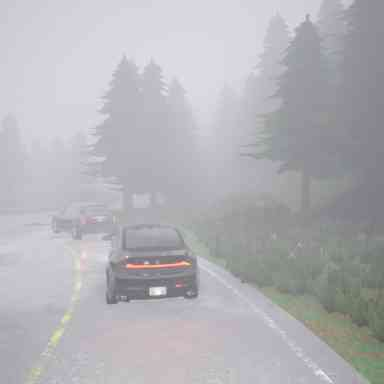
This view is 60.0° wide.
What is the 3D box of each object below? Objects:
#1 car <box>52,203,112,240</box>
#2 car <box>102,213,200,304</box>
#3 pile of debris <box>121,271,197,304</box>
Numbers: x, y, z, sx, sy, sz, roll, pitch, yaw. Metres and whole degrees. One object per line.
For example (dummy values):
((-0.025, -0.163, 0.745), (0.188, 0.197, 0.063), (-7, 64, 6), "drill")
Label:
((-5.718, 1.352, 17.458), (2.097, 1.767, 4.553), (0, 0, -39), "car")
((-1.115, 1.504, 8.240), (1.837, 1.490, 4.892), (0, 0, -12), "car")
((-0.858, 2.175, 7.751), (1.500, 0.140, 1.860), (0, 0, -14), "pile of debris")
